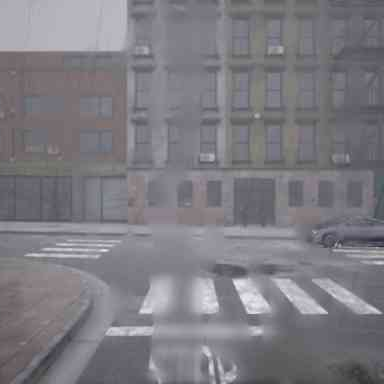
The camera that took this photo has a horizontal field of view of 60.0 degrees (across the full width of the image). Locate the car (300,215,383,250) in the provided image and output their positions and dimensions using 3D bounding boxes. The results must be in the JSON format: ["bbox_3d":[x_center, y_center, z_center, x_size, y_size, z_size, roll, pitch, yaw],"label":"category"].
[{"bbox_3d":[6.982,1.739,14.650,4.181,1.385,1.994,1,0,0],"label":"car"}]
